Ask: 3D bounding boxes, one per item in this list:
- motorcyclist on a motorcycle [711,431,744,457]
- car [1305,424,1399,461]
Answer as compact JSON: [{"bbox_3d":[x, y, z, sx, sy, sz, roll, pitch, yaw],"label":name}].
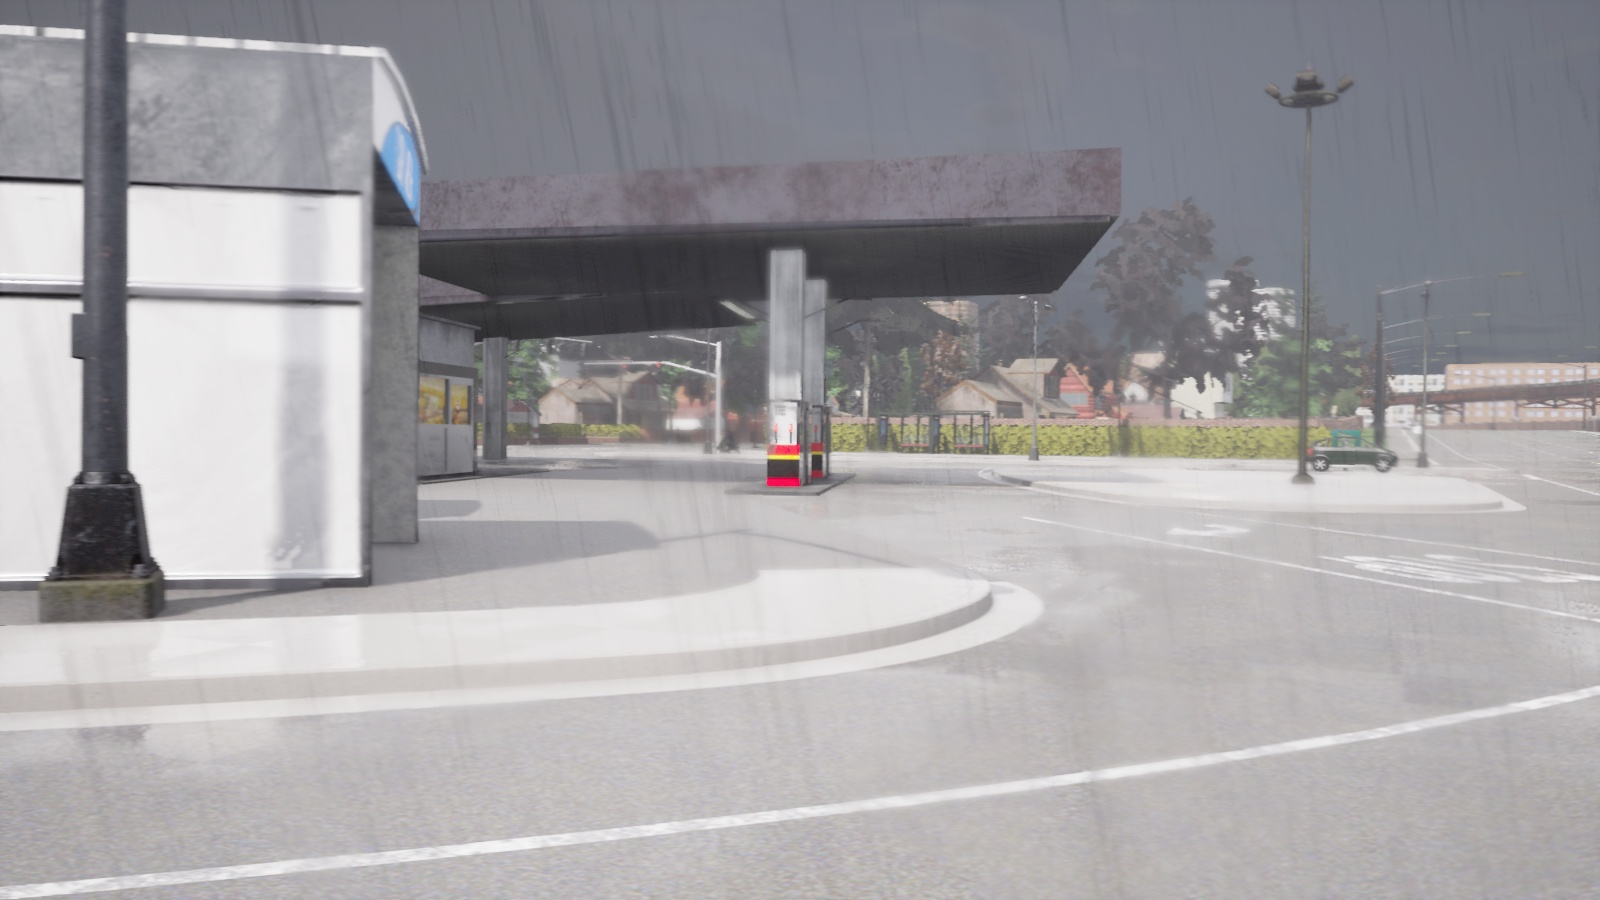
[{"bbox_3d":[-4.452,-0.357,76.979,1.817,1.590,0.866,0,1,25],"label":"motorcyclist on a motorcycle"},{"bbox_3d":[24.160,-0.323,55.004,3.705,1.549,1.789,0,1,25],"label":"car"}]
